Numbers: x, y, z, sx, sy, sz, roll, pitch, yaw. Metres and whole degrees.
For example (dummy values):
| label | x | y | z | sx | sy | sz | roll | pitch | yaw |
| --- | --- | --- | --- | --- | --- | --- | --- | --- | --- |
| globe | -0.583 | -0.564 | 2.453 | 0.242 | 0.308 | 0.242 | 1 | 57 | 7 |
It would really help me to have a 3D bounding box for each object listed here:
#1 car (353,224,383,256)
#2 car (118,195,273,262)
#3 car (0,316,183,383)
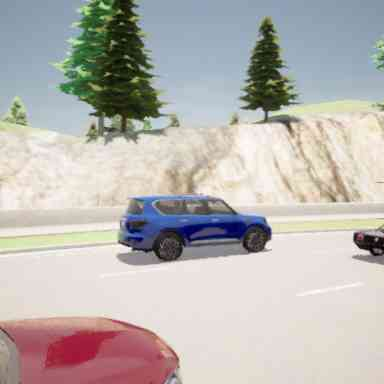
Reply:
| label | x | y | z | sx | sy | sz | roll | pitch | yaw |
| --- | --- | --- | --- | --- | --- | --- | --- | --- | --- |
| car | 7.825 | 1.532 | 10.974 | 4.718 | 1.301 | 1.895 | 0 | 0 | -19 |
| car | 0.209 | 1.120 | 11.779 | 5.566 | 2.045 | 2.150 | 0 | 0 | -27 |
| car | -2.184 | 1.498 | 2.000 | 4.674 | 1.442 | 1.812 | 0 | 0 | -36 |
